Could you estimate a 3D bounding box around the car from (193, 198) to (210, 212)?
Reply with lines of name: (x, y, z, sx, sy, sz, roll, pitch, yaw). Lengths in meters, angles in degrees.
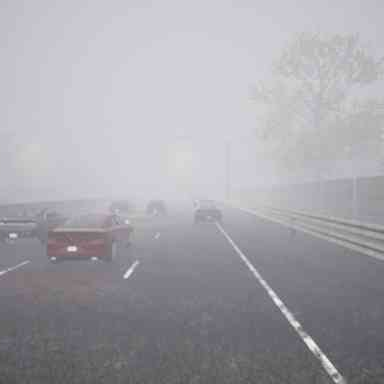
car: (1.064, 1.446, 39.488, 1.837, 1.490, 4.892, 0, 0, 0)

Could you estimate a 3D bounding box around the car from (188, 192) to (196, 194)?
car: (0.027, 0.969, 76.794, 2.150, 2.045, 5.566, 0, 0, 0)

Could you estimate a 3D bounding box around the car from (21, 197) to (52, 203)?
car: (-17.577, 1.541, 38.999, 1.895, 1.301, 4.718, 0, 0, 0)

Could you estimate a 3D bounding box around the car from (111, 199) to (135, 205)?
car: (-6.889, 1.453, 33.139, 1.837, 1.490, 4.892, 0, 0, 0)

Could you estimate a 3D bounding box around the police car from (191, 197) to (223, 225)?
police car: (1.058, 1.388, 23.596, 1.930, 1.638, 5.238, 0, 0, 0)

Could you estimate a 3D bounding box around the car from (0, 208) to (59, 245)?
car: (-6.896, 1.467, 15.288, 2.128, 1.511, 4.902, 0, 0, 0)

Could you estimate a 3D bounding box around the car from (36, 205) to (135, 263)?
car: (-3.393, 1.458, 11.895, 1.882, 1.535, 5.008, 0, 0, 0)

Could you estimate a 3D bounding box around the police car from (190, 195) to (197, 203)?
police car: (1.062, 1.373, 33.597, 1.930, 1.638, 5.238, 0, 0, 0)

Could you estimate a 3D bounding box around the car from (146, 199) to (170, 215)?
car: (-3.389, 1.453, 33.104, 1.837, 1.490, 4.892, 0, 0, 0)

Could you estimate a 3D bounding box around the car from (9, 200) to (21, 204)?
car: (-21.062, 1.427, 43.302, 2.128, 1.511, 4.902, 0, 0, 0)

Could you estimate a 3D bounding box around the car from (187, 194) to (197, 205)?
car: (0.020, 1.463, 57.355, 2.033, 1.411, 5.357, 0, 0, 0)

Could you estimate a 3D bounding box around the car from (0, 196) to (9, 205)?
car: (-24.568, 1.289, 41.529, 2.097, 1.767, 4.553, 0, 0, 0)
